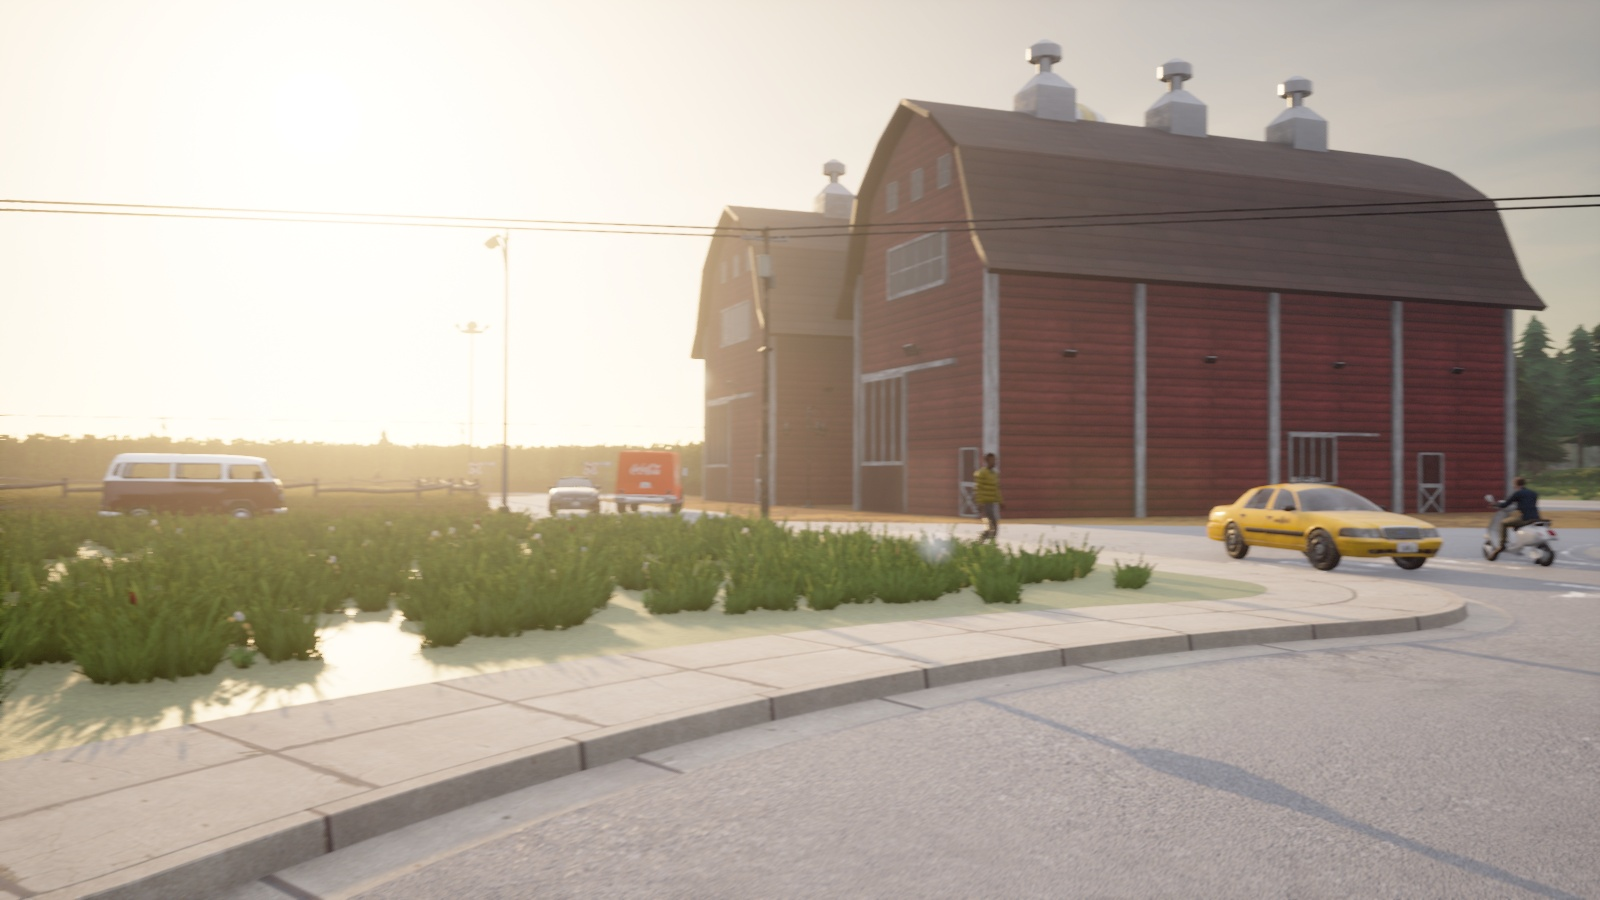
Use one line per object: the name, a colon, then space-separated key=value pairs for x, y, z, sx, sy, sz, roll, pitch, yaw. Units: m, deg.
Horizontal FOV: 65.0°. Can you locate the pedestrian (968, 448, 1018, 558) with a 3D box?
pedestrian: x=3.300 y=0.895 z=21.504 sx=0.709 sy=1.840 sz=0.431 roll=-1 pitch=-1 yaw=39

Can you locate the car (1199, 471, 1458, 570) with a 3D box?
car: x=9.390 y=1.188 z=22.918 sx=1.801 sy=1.575 sz=5.366 roll=0 pitch=-1 yaw=-9

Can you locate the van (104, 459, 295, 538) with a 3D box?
van: x=-16.172 y=1.275 z=34.080 sx=4.480 sy=2.038 sz=2.069 roll=0 pitch=-1 yaw=-20

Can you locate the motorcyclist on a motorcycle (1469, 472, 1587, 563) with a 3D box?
motorcyclist on a motorcycle: x=13.214 y=1.190 z=22.871 sx=0.866 sy=1.590 sz=1.817 roll=0 pitch=-1 yaw=-11

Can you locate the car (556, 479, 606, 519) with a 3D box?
car: x=-8.357 y=1.828 z=47.785 sx=1.812 sy=1.442 sz=4.674 roll=0 pitch=-1 yaw=-11

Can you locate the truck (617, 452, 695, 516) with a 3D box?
truck: x=-5.764 y=1.368 z=50.938 sx=2.627 sy=2.467 sz=5.204 roll=1 pitch=-1 yaw=-1
